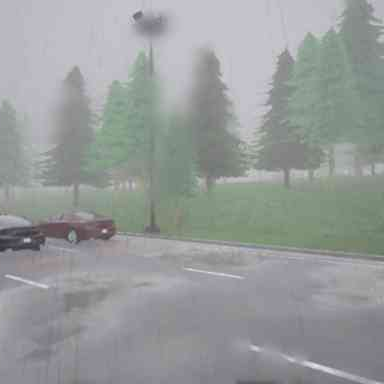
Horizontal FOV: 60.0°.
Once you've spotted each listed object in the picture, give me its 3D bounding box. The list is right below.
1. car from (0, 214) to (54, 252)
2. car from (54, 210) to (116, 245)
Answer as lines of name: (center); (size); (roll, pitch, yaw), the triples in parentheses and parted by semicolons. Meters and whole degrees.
car: (-7.982, 1.624, 13.615); (5.008, 1.535, 1.882); (0, 0, 37)
car: (-5.903, 1.624, 16.430); (5.008, 1.535, 1.882); (0, 0, 37)
